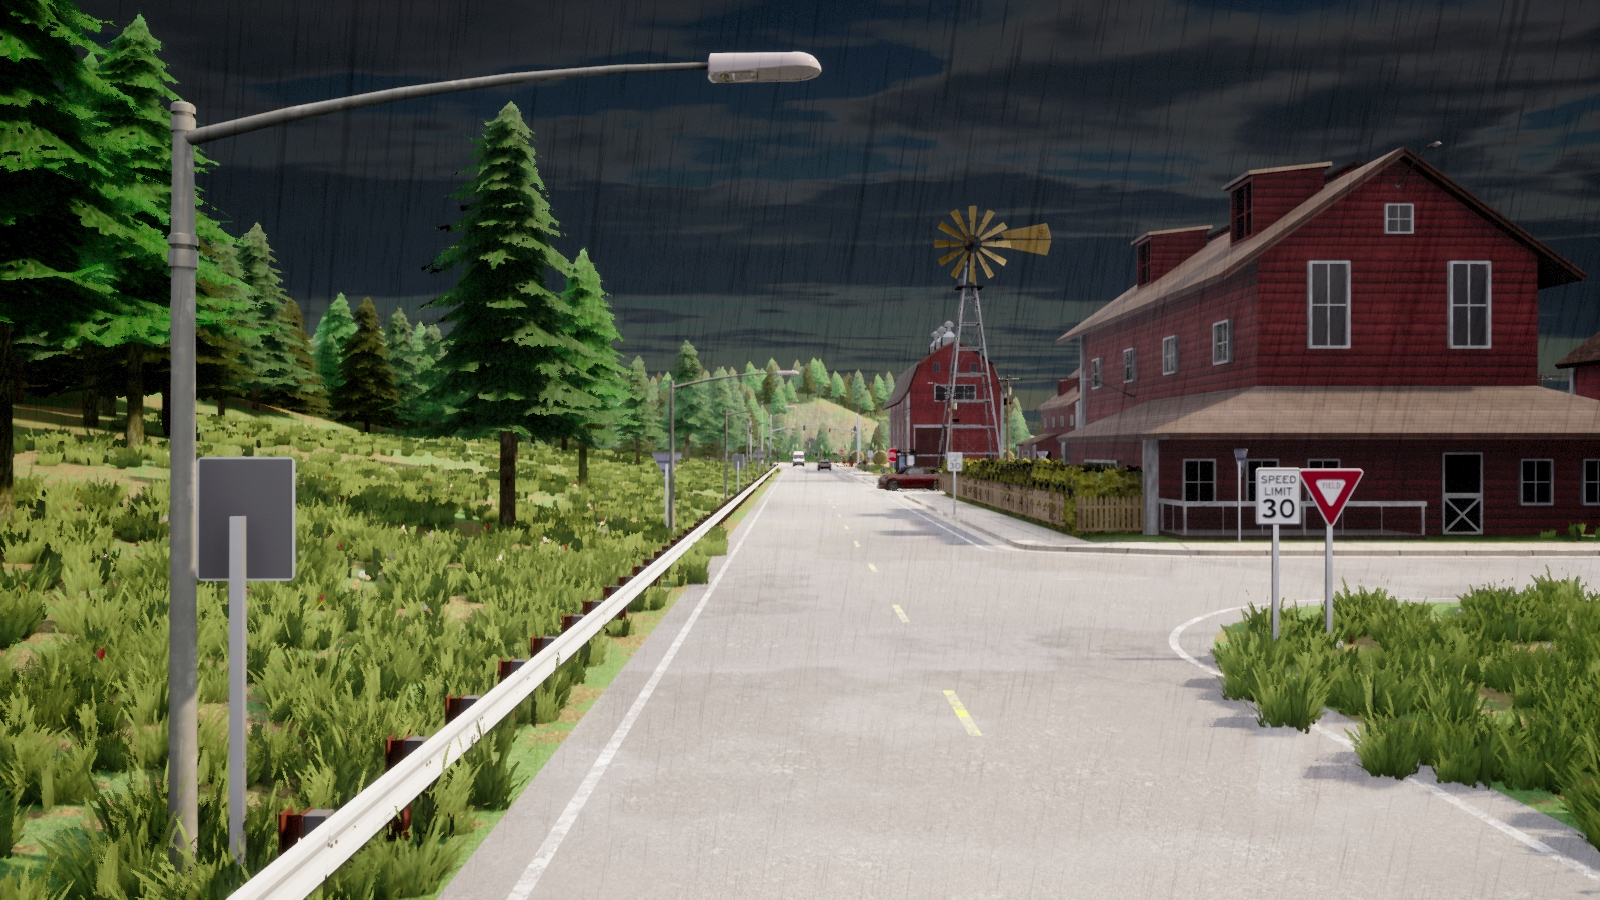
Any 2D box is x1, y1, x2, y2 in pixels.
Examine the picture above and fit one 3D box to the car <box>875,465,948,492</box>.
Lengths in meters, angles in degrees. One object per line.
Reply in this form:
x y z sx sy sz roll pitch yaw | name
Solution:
7.535 1.906 77.577 4.553 1.767 2.097 0 0 -7 | car
